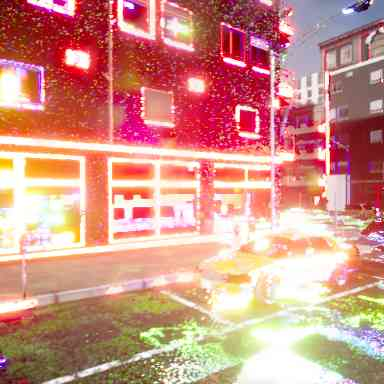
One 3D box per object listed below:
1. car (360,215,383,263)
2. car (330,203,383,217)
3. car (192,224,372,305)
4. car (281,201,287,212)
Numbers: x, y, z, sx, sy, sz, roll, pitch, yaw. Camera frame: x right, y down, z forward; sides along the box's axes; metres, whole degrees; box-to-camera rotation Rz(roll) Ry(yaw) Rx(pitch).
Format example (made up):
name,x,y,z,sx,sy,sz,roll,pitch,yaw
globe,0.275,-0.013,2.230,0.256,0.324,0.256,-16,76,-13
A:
name,x,y,z,sx,sy,sz,roll,pitch,yaw
car,7.007,1.669,11.571,4.403,1.369,2.008,1,-1,-35
car,16.191,1.814,33.086,1.752,1.417,4.829,-1,0,-36
car,2.258,1.588,8.183,4.829,1.417,1.752,1,-1,-35
car,9.847,1.757,41.948,1.967,1.590,4.097,-1,0,-36
